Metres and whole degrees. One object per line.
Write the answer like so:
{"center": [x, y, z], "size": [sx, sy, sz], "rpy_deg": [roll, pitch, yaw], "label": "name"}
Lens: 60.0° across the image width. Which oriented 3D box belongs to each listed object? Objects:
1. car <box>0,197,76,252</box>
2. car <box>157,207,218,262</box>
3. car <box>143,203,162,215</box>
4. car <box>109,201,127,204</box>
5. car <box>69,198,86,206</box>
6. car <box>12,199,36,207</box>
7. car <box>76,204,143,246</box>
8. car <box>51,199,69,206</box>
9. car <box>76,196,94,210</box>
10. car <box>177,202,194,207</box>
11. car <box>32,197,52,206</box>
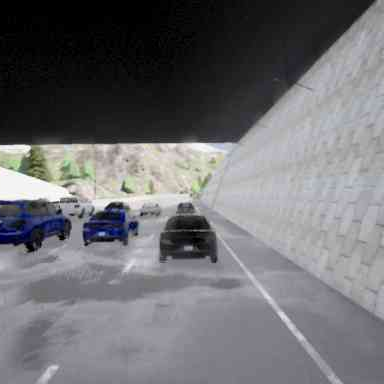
{"center": [-7.207, 1.339, 14.633], "size": [2.150, 2.045, 5.566], "rpy_deg": [0, 0, -1], "label": "car"}
{"center": [-0.155, 1.533, 12.369], "size": [1.882, 1.535, 5.008], "rpy_deg": [0, 0, -1], "label": "car"}
{"center": [-4.158, 1.780, 34.190], "size": [1.895, 1.301, 4.718], "rpy_deg": [0, 0, -1], "label": "car"}
{"center": [-7.671, 1.684, 34.662], "size": [1.882, 1.535, 5.008], "rpy_deg": [0, 0, -1], "label": "car"}
{"center": [-22.479, 1.973, 65.672], "size": [1.812, 1.442, 4.674], "rpy_deg": [0, 0, -1], "label": "car"}
{"center": [-32.976, 2.065, 65.433], "size": [2.033, 1.411, 5.357], "rpy_deg": [0, 0, -1], "label": "car"}
{"center": [-3.737, 1.575, 16.033], "size": [1.882, 1.535, 5.008], "rpy_deg": [0, 0, -1], "label": "car"}
{"center": [-25.976, 2.069, 65.562], "size": [1.895, 1.301, 4.718], "rpy_deg": [0, 0, -1], "label": "car"}
{"center": [-11.118, 1.443, 32.179], "size": [2.150, 2.045, 5.566], "rpy_deg": [0, 0, -1], "label": "car"}
{"center": [-0.596, 1.688, 31.453], "size": [2.033, 1.411, 5.357], "rpy_deg": [0, 0, -1], "label": "car"}
{"center": [-29.479, 1.855, 65.543], "size": [2.097, 1.767, 4.553], "rpy_deg": [0, 0, -1], "label": "car"}
